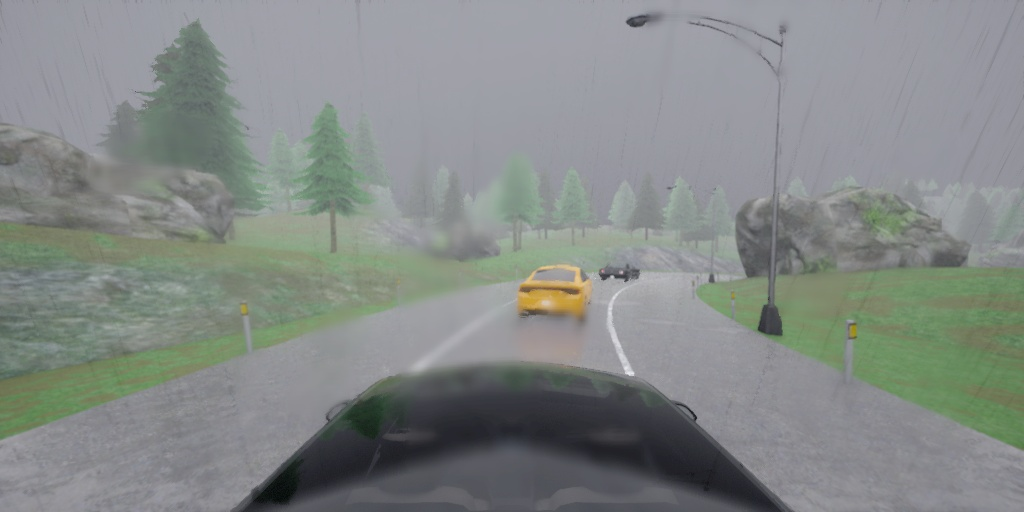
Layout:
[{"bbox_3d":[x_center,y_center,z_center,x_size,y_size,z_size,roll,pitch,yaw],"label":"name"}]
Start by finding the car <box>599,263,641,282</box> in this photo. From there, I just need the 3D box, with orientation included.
[{"bbox_3d":[7.927,1.134,25.977,1.895,1.301,4.718,2,1,32],"label":"car"}]

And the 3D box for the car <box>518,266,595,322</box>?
[{"bbox_3d":[1.587,1.046,11.686,1.882,1.535,5.008,1,1,16],"label":"car"}]
